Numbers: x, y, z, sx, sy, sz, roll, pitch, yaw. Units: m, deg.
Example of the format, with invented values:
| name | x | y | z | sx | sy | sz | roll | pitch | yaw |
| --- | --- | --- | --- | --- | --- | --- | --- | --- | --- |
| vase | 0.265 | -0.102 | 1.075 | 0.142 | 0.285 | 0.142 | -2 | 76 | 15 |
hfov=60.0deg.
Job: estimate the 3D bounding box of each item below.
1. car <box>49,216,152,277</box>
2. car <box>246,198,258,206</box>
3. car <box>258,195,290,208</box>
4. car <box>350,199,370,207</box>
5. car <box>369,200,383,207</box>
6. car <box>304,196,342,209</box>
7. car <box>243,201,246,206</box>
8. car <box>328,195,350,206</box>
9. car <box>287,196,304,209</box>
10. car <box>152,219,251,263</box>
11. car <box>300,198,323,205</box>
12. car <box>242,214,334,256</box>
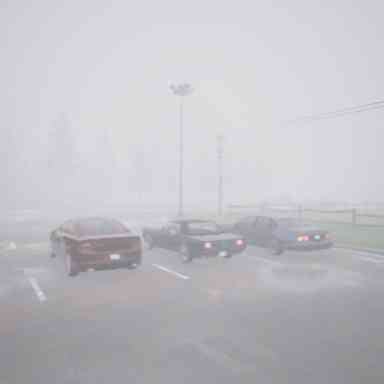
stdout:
| name | x | y | z | sx | sy | sz | roll | pitch | yaw |
| --- | --- | --- | --- | --- | --- | --- | --- | --- | --- |
| car | -3.259 | 1.505 | 10.600 | 1.882 | 1.535 | 5.008 | 1 | 0 | -32 |
| car | 12.223 | 1.797 | 57.098 | 5.008 | 1.535 | 1.882 | 0 | 0 | -31 |
| car | 13.917 | 1.538 | 54.040 | 5.566 | 2.045 | 2.150 | 0 | 0 | -31 |
| car | 31.404 | 1.976 | 60.519 | 4.674 | 1.442 | 1.812 | 0 | 0 | -31 |
| car | 33.361 | 2.015 | 57.630 | 4.181 | 1.385 | 1.994 | 0 | 0 | -31 |
| car | 19.445 | 1.809 | 49.216 | 5.008 | 1.535 | 1.882 | 0 | 0 | -31 |
| car | 11.599 | 1.809 | 60.799 | 5.008 | 1.535 | 1.882 | 1 | 0 | -31 |
| car | 27.897 | 1.918 | 62.472 | 5.008 | 1.535 | 1.882 | 0 | 0 | -31 |
| car | 17.793 | 1.838 | 52.304 | 4.892 | 1.490 | 1.837 | 0 | 0 | -31 |
| car | -0.198 | 1.654 | 12.307 | 1.895 | 1.301 | 4.718 | 1 | 0 | -32 |
| car | 24.729 | 1.945 | 68.734 | 4.892 | 1.490 | 1.837 | 1 | 0 | -31 |
| car | 3.035 | 1.627 | 13.733 | 2.033 | 1.411 | 5.357 | 1 | 0 | -32 |
